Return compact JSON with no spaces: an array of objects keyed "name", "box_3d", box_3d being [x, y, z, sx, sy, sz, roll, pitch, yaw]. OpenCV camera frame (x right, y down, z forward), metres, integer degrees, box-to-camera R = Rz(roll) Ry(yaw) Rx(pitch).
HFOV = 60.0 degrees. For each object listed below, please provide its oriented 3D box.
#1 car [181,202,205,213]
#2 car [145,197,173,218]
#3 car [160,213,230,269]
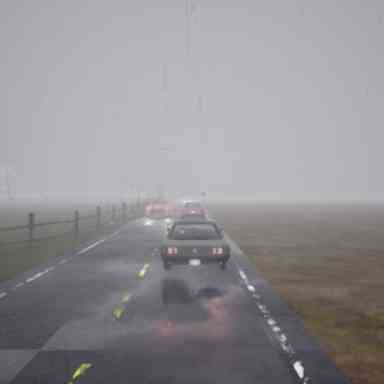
[{"name":"car","box_3d":[0.086,1.548,28.568,1.994,1.385,4.181,0,0,0]},{"name":"car","box_3d":[-2.855,1.336,29.663,2.097,1.767,4.553,0,0,0]},{"name":"car","box_3d":[0.088,1.591,11.102,1.895,1.301,4.718,0,0,0]}]
